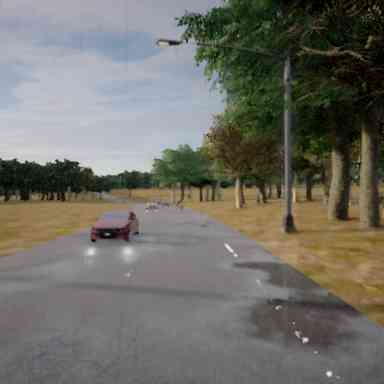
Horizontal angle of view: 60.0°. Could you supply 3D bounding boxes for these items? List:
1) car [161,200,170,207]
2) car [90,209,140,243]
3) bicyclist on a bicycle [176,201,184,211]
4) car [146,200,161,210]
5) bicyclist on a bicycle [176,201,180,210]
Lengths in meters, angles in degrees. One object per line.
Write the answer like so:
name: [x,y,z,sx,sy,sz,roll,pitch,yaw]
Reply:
car: [-6.653,2.945,81.756,1.895,1.301,4.718,0,-1,-10]
car: [-3.911,1.673,17.516,1.882,1.535,5.008,0,-1,-2]
bicyclist on a bicycle: [-1.517,2.145,50.143,0.866,1.612,1.509,0,-2,-6]
car: [-6.912,2.238,58.234,2.097,1.767,4.553,0,-1,-6]
bicyclist on a bicycle: [-2.466,2.327,58.973,0.582,1.620,1.656,0,-2,-7]
